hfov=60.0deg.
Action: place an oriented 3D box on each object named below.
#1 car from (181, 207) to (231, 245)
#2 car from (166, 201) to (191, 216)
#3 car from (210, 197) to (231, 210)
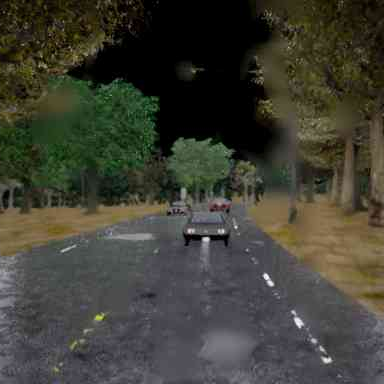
[{"bbox_3d":[0.708,1.582,15.386,1.895,1.301,4.718,0,0,4],"label":"car"},{"bbox_3d":[-1.195,1.587,32.693,1.994,1.385,4.181,0,0,8],"label":"car"},{"bbox_3d":[3.289,1.381,37.891,2.097,1.767,4.553,0,0,9],"label":"car"}]
